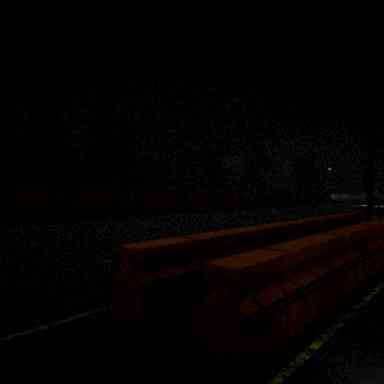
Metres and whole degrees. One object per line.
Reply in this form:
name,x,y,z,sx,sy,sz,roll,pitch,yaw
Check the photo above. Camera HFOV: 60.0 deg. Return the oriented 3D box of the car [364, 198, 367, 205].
car,32.185,1.414,59.500,2.097,1.767,4.553,1,0,34
